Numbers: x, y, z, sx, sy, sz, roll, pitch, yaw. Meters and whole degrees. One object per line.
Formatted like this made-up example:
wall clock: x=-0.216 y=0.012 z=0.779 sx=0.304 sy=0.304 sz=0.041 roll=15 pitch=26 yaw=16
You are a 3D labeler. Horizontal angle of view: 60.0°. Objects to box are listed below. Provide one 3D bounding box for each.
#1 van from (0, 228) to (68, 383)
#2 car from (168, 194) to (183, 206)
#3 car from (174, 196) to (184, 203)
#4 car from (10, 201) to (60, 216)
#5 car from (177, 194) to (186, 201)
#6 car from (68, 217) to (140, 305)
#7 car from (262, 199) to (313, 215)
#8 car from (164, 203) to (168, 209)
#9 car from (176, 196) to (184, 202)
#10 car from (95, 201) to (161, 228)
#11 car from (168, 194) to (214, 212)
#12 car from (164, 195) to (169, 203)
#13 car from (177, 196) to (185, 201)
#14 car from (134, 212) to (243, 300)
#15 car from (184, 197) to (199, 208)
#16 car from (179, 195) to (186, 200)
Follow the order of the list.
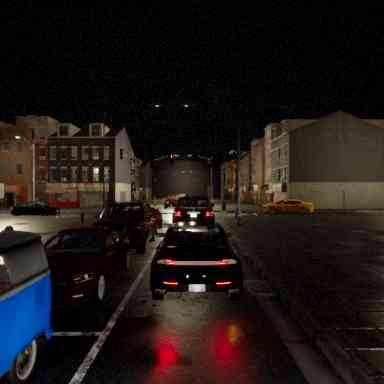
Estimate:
van: x=-2.646 y=1.341 z=2.708 sx=1.690 sy=1.788 sz=3.998 roll=0 pitch=0 yaw=0
car: x=-2.700 y=1.345 z=56.273 sx=2.192 sy=1.841 sz=5.009 roll=0 pitch=0 yaw=0
car: x=-2.714 y=1.606 z=72.553 sx=2.008 sy=1.369 sz=4.403 roll=0 pitch=0 yaw=0
car: x=-14.483 y=1.571 z=30.866 sx=4.181 sy=1.385 sz=1.994 roll=0 pitch=0 yaw=0
car: x=-2.732 y=1.401 z=88.835 sx=2.192 sy=1.841 sz=5.009 roll=0 pitch=0 yaw=0
car: x=-2.651 y=1.544 z=8.142 sx=1.887 sy=1.381 sz=4.507 roll=0 pitch=0 yaw=0
car: x=9.718 y=1.490 z=33.901 sx=5.008 sy=1.535 sz=1.882 roll=0 pitch=1 yaw=3
car: x=-2.661 y=1.546 z=19.009 sx=1.887 sy=1.381 sz=4.507 roll=0 pitch=0 yaw=0
car: x=-2.719 y=1.590 z=77.811 sx=1.752 sy=1.417 sz=4.829 roll=0 pitch=0 yaw=0
car: x=-2.657 y=1.315 z=13.576 sx=2.192 sy=1.841 sz=5.009 roll=0 pitch=0 yaw=0
car: x=0.082 y=1.223 z=18.530 sx=2.150 sy=2.045 sz=5.566 roll=0 pitch=0 yaw=0
car: x=-2.689 y=1.333 z=45.419 sx=2.192 sy=1.841 sz=5.009 roll=0 pitch=0 yaw=0
car: x=-2.725 y=1.641 z=83.407 sx=1.947 sy=1.339 sz=4.313 roll=0 pitch=0 yaw=0
car: x=0.090 y=1.491 z=8.337 sx=2.128 sy=1.511 sz=4.902 roll=0 pitch=0 yaw=0
car: x=-0.037 y=1.513 z=48.704 sx=2.128 sy=1.511 sz=4.902 roll=0 pitch=0 yaw=1
car: x=-2.736 y=1.537 z=94.261 sx=1.967 sy=1.590 sz=4.097 roll=0 pitch=0 yaw=0
